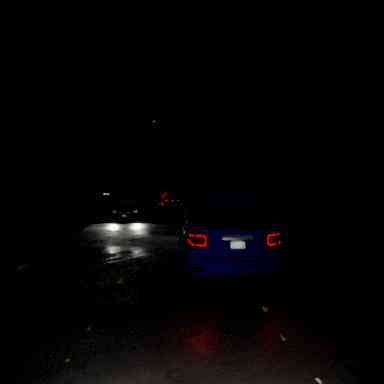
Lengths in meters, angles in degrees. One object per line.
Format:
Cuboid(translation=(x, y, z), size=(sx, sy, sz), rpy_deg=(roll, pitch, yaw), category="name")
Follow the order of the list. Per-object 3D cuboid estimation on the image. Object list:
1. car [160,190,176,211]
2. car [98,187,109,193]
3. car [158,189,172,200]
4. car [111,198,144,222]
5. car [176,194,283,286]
Cuboid(translation=(-2.211, 0.863, 36.529), size=(2.033, 1.411, 5.357), rpy_deg=(0, 2, -5), category="car")
Cuboid(translation=(-20.587, -0.469, 78.018), size=(1.994, 1.385, 4.181), rpy_deg=(-3, 4, -35), category="car")
Cuboid(translation=(-3.600, 0.362, 47.052), size=(2.097, 1.767, 4.553), rpy_deg=(-1, 2, -13), category="car")
Cuboid(translation=(-4.365, 1.167, 22.913), size=(1.812, 1.442, 4.674), rpy_deg=(0, 1, -4), category="car")
Cuboid(translation=(0.748, 1.094, 9.206), size=(2.150, 2.045, 5.566), rpy_deg=(0, 1, -3), category="car")
